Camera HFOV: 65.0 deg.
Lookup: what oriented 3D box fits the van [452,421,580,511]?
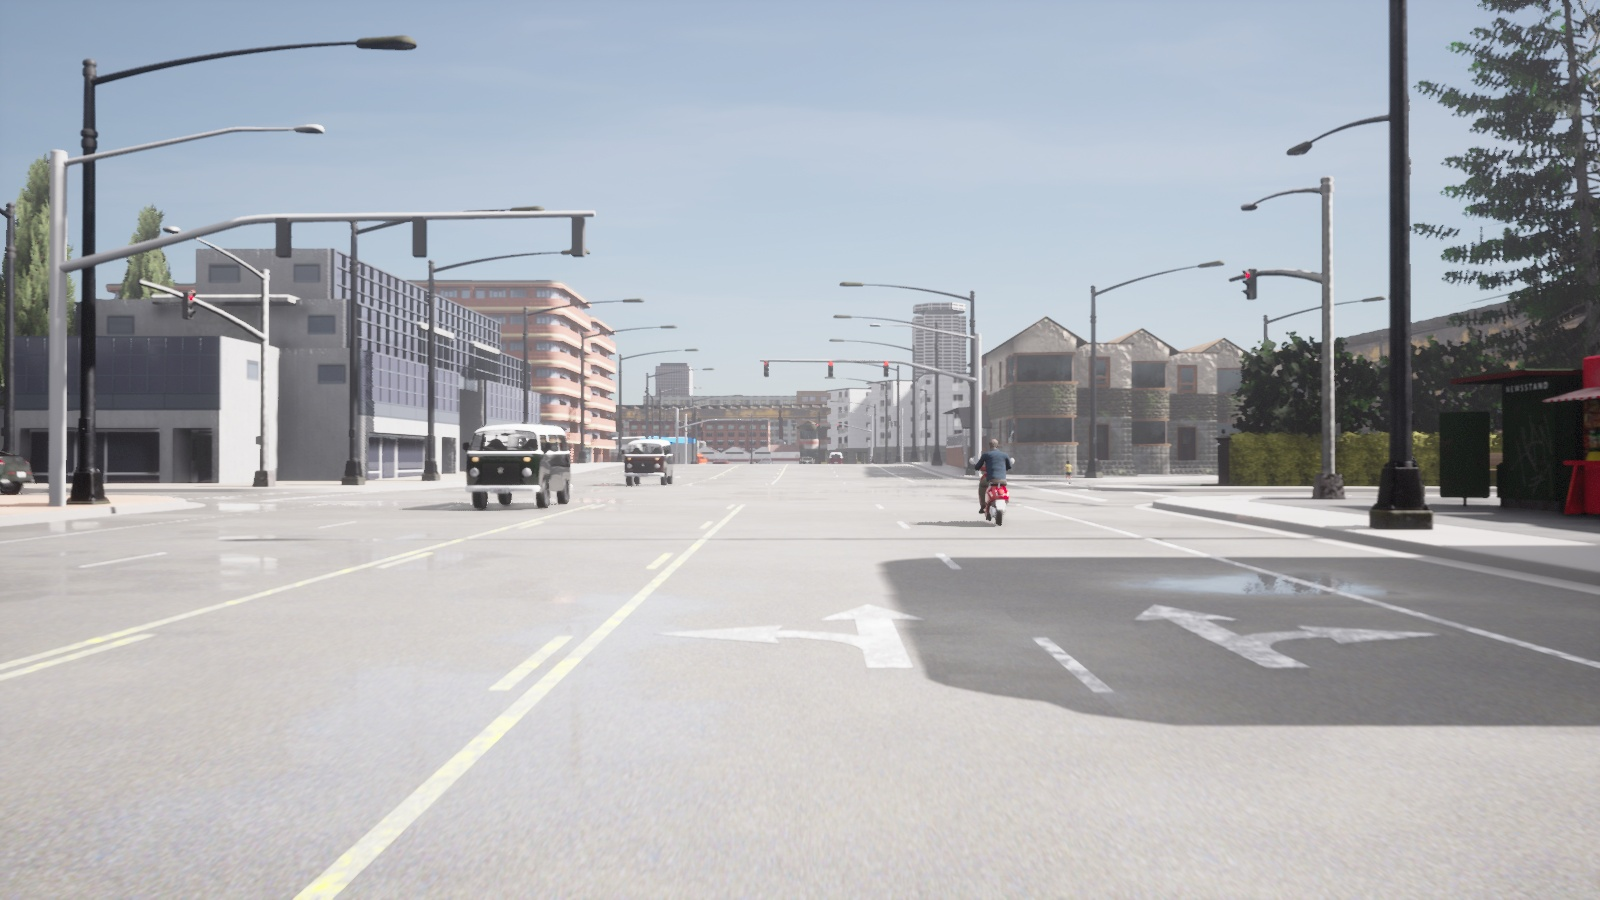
[{"bbox_3d":[-6.807,0.365,30.621,2.069,2.038,4.480,0,0,0],"label":"van"}]

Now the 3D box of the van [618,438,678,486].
[{"bbox_3d":[-6.663,0.529,55.443,2.069,2.038,4.480,0,0,0],"label":"van"}]

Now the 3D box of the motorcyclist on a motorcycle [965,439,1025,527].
[{"bbox_3d":[3.652,0.600,23.673,0.866,1.590,1.817,0,0,0],"label":"motorcyclist on a motorcycle"}]

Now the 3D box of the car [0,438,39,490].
[{"bbox_3d":[-27.700,0.446,40.508,5.027,1.651,2.152,0,-1,1],"label":"car"}]

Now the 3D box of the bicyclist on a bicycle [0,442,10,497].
[{"bbox_3d":[-24.311,0.575,36.985,1.509,1.612,0.866,0,-1,1],"label":"bicyclist on a bicycle"}]
